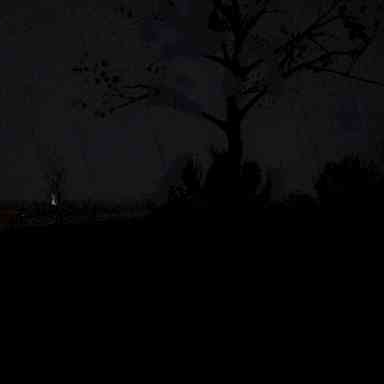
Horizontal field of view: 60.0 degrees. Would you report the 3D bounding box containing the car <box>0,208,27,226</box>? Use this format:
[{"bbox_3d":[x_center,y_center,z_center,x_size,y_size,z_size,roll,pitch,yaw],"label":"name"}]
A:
[{"bbox_3d":[-13.252,1.493,21.236,1.882,1.535,5.008,1,0,39],"label":"car"}]
